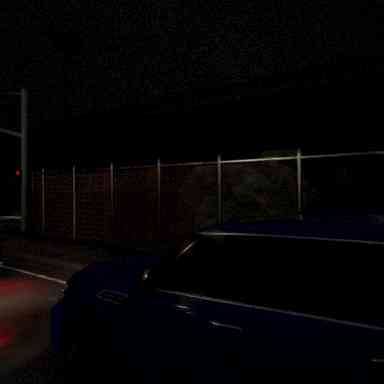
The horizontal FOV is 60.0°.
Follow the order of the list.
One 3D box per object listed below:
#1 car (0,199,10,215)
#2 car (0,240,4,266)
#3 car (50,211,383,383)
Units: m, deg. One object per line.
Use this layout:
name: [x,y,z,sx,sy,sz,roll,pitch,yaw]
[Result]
car: [-20.181,1.407,31.902,2.097,1.767,4.553,0,0,37]
car: [-7.080,1.492,9.039,4.902,1.511,2.128,0,0,33]
car: [0.935,1.221,3.323,5.566,2.045,2.150,0,0,35]
